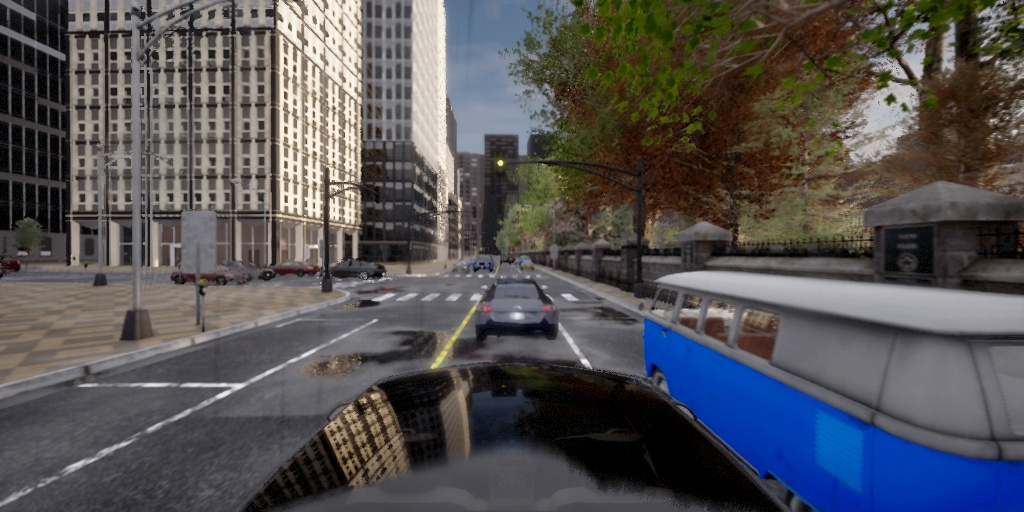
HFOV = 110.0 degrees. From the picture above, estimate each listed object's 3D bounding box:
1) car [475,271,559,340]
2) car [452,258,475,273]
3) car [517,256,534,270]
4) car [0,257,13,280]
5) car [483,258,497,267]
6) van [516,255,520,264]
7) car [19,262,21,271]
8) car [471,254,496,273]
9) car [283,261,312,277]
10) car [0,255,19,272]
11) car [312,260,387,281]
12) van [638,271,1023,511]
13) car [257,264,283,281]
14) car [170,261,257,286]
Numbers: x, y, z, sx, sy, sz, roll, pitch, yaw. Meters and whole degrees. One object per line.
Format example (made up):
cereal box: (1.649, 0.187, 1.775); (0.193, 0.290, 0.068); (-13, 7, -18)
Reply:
car: (0.080, 1.288, 9.898); (1.994, 1.385, 4.181); (0, 0, -1)
car: (-5.740, 1.167, 40.970); (2.007, 1.370, 4.403); (0, 0, -1)
car: (2.005, 1.120, 47.043); (1.751, 1.417, 4.829); (0, 0, -1)
car: (-34.730, 0.898, 22.520); (4.207, 1.307, 1.802); (0, 0, 3)
car: (-3.737, 1.033, 61.218); (2.128, 1.511, 4.902); (0, 0, -1)
van: (1.867, 0.915, 52.416); (1.690, 1.789, 3.998); (0, 0, -2)
car: (-45.615, 0.586, 31.084); (4.097, 1.591, 1.967); (0, 0, 1)
car: (-3.284, 0.835, 41.780); (2.150, 2.045, 5.566); (0, 0, 0)
car: (-18.162, 1.041, 29.732); (4.207, 1.307, 1.802); (0, 0, 4)
car: (-38.738, 0.747, 25.280); (4.902, 1.511, 2.128); (1, 0, 2)
car: (-11.799, 1.053, 26.637); (4.892, 1.490, 1.837); (1, -1, 9)
van: (2.565, 1.086, 3.326); (1.690, 1.789, 3.998); (0, 0, 0)
car: (-18.343, 1.052, 24.165); (4.181, 1.385, 1.994); (1, 0, 4)
car: (-18.205, 1.088, 21.619); (4.207, 1.307, 1.802); (0, 0, 4)
